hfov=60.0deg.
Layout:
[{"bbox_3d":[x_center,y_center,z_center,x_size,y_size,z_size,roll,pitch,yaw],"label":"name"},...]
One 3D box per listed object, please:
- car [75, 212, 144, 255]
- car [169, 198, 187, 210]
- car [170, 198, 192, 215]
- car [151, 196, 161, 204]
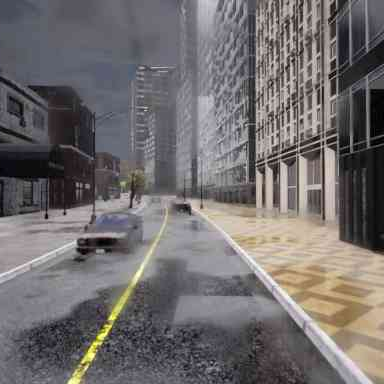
[{"bbox_3d":[-3.066,1.547,13.547,2.033,1.411,5.357,0,0,-2],"label":"car"},{"bbox_3d":[-1.890,1.531,43.767,2.033,1.411,5.357,0,0,-5],"label":"car"},{"bbox_3d":[-1.078,1.484,33.295,2.128,1.511,4.902,0,0,-4],"label":"car"},{"bbox_3d":[-6.800,1.452,62.913,2.128,1.511,4.902,0,0,-7],"label":"car"}]
